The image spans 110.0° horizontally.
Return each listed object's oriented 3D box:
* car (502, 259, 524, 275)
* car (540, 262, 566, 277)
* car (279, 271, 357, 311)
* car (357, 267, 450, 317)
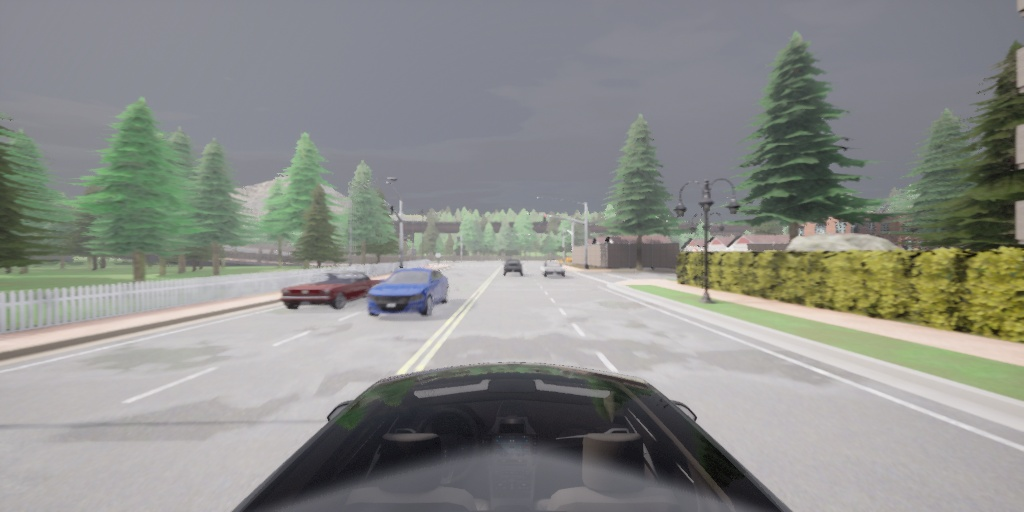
[{"bbox_3d":[0.111,1.072,35.251,1.837,1.490,4.892,0,0,0],"label":"car"},{"bbox_3d":[3.607,1.176,32.489,1.895,1.301,4.718,0,0,0],"label":"car"},{"bbox_3d":[-7.021,1.294,14.407,1.895,1.301,4.718,0,0,1],"label":"car"},{"bbox_3d":[-3.534,1.172,13.050,1.882,1.535,5.008,0,0,0],"label":"car"}]
